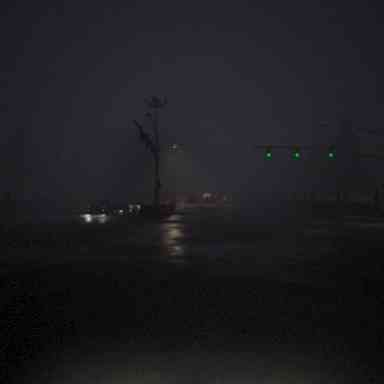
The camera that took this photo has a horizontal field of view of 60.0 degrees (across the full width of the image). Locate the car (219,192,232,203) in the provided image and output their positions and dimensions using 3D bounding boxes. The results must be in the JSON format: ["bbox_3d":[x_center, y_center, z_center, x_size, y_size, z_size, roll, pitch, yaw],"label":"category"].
[{"bbox_3d":[7.072,1.471,67.354,1.812,1.442,4.674,0,3,0],"label":"car"}]

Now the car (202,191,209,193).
[{"bbox_3d":[3.429,0.540,77.525,2.097,1.767,4.553,0,6,0],"label":"car"}]

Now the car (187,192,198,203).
[{"bbox_3d":[0.072,1.278,67.653,2.097,1.767,4.553,0,3,0],"label":"car"}]

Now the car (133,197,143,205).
[{"bbox_3d":[-10.552,1.665,63.133,1.812,1.442,4.674,0,2,0],"label":"car"}]

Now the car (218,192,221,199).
[{"bbox_3d":[6.928,0.707,77.553,1.812,1.442,4.674,0,6,0],"label":"car"}]

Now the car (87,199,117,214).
[{"bbox_3d":[-10.556,1.602,38.596,2.097,1.767,4.553,0,0,0],"label":"car"}]

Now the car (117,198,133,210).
[{"bbox_3d":[-10.555,1.865,49.226,2.033,1.411,5.357,0,0,0],"label":"car"}]

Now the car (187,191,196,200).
[{"bbox_3d":[-0.072,0.686,77.706,2.128,1.511,4.902,0,6,0],"label":"car"}]

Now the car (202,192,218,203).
[{"bbox_3d":[3.571,1.428,67.498,2.128,1.511,4.902,0,3,0],"label":"car"}]
